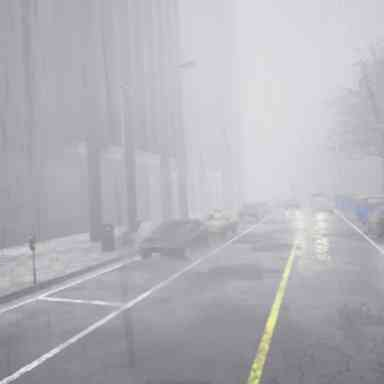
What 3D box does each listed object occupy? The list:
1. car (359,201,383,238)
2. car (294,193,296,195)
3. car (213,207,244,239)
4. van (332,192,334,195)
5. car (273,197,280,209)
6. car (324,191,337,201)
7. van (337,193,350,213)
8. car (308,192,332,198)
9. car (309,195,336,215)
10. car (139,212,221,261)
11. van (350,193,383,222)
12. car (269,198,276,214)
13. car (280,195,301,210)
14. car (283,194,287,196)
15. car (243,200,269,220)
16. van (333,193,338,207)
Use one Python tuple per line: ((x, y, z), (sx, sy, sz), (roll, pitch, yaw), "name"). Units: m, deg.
((9.435, 1.297, 15.701), (1.887, 1.381, 4.507), (-3, -1, 20), "car")
((22.331, 1.473, 76.736), (1.887, 1.381, 4.507), (-3, -1, 20), "car")
((1.361, 1.689, 18.416), (1.752, 1.417, 4.829), (-3, -1, 20), "car")
((18.929, 0.982, 42.138), (1.690, 1.788, 3.998), (-3, -1, 20), "van")
((10.866, 1.577, 44.853), (1.752, 1.417, 4.829), (-3, -1, 20), "car")
((28.433, 0.853, 68.574), (2.192, 1.841, 5.009), (-3, -1, 20), "car")
((15.128, 1.025, 31.564), (1.690, 1.788, 3.998), (-3, -1, 20), "van")
((15.715, 1.003, 41.366), (2.150, 2.045, 5.566), (-3, -1, 20), "car")
((12.432, 1.341, 31.954), (1.812, 1.442, 4.674), (-3, -1, 20), "car")
((-0.480, 1.752, 13.288), (1.947, 1.339, 4.313), (-3, -1, 20), "car")
((11.326, 1.071, 20.990), (1.690, 1.788, 3.998), (-3, -1, 20), "van")
((7.124, 1.661, 34.437), (1.947, 1.339, 4.313), (-3, -1, 20), "car")
((12.546, 1.476, 41.379), (2.033, 1.411, 5.357), (-3, -1, 20), "car")
((12.821, 1.470, 50.301), (1.967, 1.590, 4.097), (-3, -1, 20), "car")
((5.223, 1.683, 29.150), (1.947, 1.339, 4.313), (-3, -1, 20), "car")
((17.028, 1.003, 36.851), (1.690, 1.788, 3.998), (-3, -1, 20), "van")
